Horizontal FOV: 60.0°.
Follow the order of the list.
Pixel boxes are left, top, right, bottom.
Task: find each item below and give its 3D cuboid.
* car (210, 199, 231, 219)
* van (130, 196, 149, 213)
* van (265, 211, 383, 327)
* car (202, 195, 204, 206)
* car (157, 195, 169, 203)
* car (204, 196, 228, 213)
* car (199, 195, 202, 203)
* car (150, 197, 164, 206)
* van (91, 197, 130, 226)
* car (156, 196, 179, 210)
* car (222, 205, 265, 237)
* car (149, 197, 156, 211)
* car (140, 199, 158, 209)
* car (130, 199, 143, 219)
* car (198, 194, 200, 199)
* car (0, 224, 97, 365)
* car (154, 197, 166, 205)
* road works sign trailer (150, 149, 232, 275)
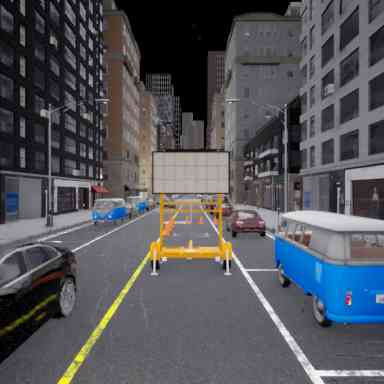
[{"bbox_3d":[2.775,1.582,28.760,1.802,1.307,4.206,0,0,0],"label":"car"},{"bbox_3d":[-5.766,1.342,34.238,1.690,1.788,3.998,0,0,0],"label":"van"},{"bbox_3d":[2.837,1.341,6.755,1.690,1.788,3.998,0,0,0],"label":"van"},{"bbox_3d":[2.728,1.443,45.265,1.967,1.590,4.097,0,0,0],"label":"car"},{"bbox_3d":[-5.860,1.452,67.246,1.967,1.590,4.097,0,0,0],"label":"car"},{"bbox_3d":[2.759,1.316,34.262,2.192,1.841,5.009,0,0,0],"label":"car"},{"bbox_3d":[2.697,1.558,56.267,2.008,1.369,4.403,0,0,0],"label":"car"},{"bbox_3d":[-5.828,1.573,56.243,1.947,1.339,4.313,0,0,0],"label":"car"},{"bbox_3d":[-5.735,1.341,23.236,1.690,1.788,3.998,0,0,0],"label":"van"},{"bbox_3d":[-3.120,1.566,42.584,1.994,1.385,4.181,0,0,0],"label":"car"},{"bbox_3d":[2.806,1.581,17.758,1.802,1.307,4.206,0,0,0],"label":"car"},{"bbox_3d":[-5.781,1.568,39.739,1.947,1.339,4.313,0,0,0],"label":"car"},{"bbox_3d":[-5.797,1.585,45.241,1.802,1.307,4.206,0,0,0],"label":"car"},{"bbox_3d":[-5.750,1.551,28.736,2.008,1.369,4.403,0,0,0],"label":"car"},{"bbox_3d":[2.666,1.578,67.270,1.947,1.339,4.313,0,0,0],"label":"car"},{"bbox_3d":[-3.112,1.491,4.554,2.128,1.511,4.902,0,0,0],"label":"car"},{"bbox_3d":[-5.844,1.592,61.744,1.802,1.307,4.206,0,0,0],"label":"car"},{"bbox_3d":[-0.029,0.464,10.425,2.380,3.560,2.880,0,0,0],"label":"road works sign trailer"}]
